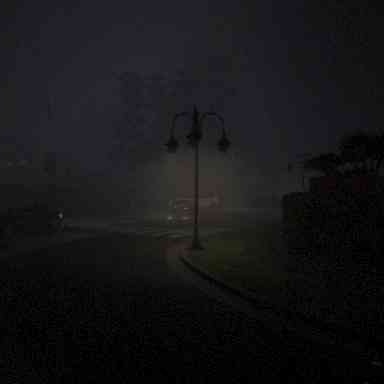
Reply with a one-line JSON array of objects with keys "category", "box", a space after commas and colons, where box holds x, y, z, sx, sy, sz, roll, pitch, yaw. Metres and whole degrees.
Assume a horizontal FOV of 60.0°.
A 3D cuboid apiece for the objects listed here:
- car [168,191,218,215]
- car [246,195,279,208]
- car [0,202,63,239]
[{"category": "car", "box": [0.251, 0.885, 30.209, 2.150, 2.045, 5.566, 1, 1, 37]}, {"category": "car", "box": [8.464, 1.086, 39.713, 4.902, 1.511, 2.128, 0, 1, -41]}, {"category": "car", "box": [-8.449, 1.290, 16.248, 1.837, 1.490, 4.892, -1, 0, 18]}]
